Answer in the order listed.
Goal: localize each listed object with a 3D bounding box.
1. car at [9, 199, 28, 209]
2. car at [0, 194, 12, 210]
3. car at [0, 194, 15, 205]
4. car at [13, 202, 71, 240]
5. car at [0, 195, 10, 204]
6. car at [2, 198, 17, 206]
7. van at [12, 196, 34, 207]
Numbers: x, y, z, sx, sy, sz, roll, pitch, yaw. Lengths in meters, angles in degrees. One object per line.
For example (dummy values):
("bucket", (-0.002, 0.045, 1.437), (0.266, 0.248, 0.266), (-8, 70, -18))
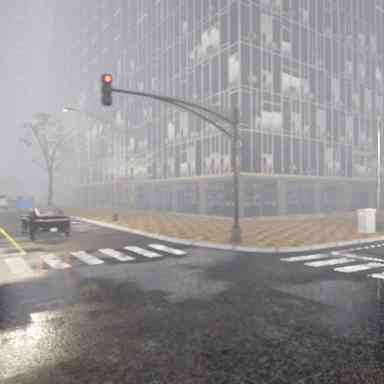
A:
("car", (-23.625, 1.622, 45.326), (1.802, 1.307, 4.206), (1, 0, -34))
("car", (-25.026, 1.256, 42.774), (2.150, 2.045, 5.566), (0, 0, -34))
("car", (-33.229, 1.361, 59.415), (2.192, 1.841, 5.009), (1, 0, -34))
("car", (-7.653, 1.506, 17.219), (2.128, 1.511, 4.902), (0, 0, -34))
("car", (-36.433, 1.487, 64.110), (1.967, 1.590, 4.097), (1, 0, -34))
("car", (-30.029, 1.626, 54.718), (1.802, 1.307, 4.206), (1, 0, -34))
("van", (-20.421, 1.379, 40.631), (1.690, 1.788, 3.998), (1, 0, -34))
